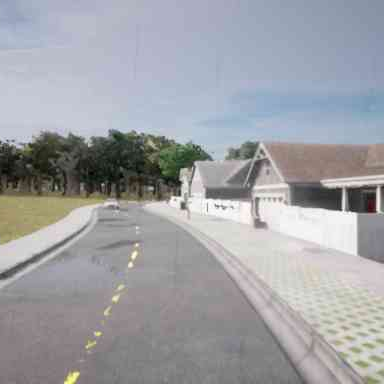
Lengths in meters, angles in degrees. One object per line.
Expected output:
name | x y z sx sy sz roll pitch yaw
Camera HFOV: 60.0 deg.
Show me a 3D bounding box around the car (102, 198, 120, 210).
car | -10.277 1.543 42.396 1.812 1.442 4.674 0 0 -12
